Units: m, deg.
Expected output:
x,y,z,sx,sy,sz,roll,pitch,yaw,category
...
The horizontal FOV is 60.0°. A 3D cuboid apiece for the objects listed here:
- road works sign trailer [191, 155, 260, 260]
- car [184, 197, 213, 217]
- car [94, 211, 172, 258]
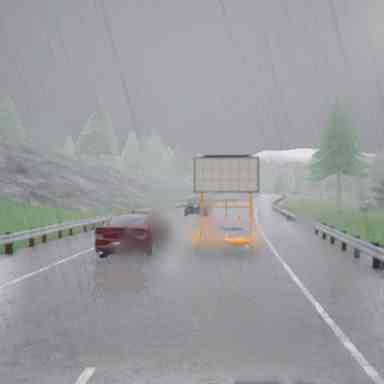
x,y,z,sx,sy,sz,roll,pitch,yaw,category
1.279,0.432,12.390,2.380,3.560,2.880,0,0,8,road works sign trailer
0.699,1.270,30.633,2.097,1.767,4.553,0,0,10,car
-2.010,1.442,12.682,1.882,1.535,5.008,0,0,6,car
